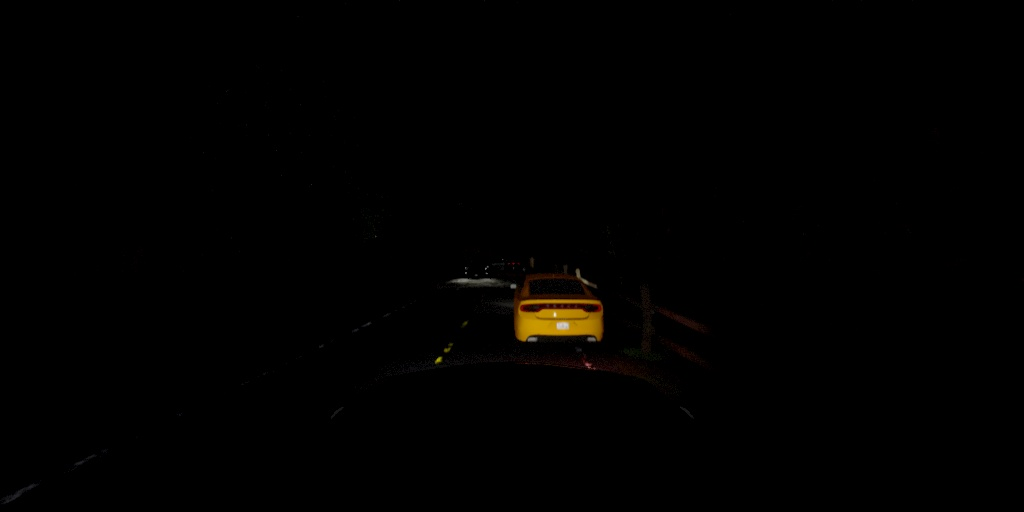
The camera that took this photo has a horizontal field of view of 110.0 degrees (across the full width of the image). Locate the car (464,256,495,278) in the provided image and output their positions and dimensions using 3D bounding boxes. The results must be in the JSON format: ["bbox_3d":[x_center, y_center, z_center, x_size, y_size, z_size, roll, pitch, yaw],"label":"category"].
[{"bbox_3d":[-2.782,0.900,30.252,2.097,1.767,4.553,0,0,0],"label":"car"}]

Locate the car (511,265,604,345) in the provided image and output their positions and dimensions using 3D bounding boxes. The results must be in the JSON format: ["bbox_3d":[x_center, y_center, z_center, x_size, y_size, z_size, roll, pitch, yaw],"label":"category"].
[{"bbox_3d":[0.982,1.177,9.364,1.882,1.535,5.008,0,0,0],"label":"car"}]

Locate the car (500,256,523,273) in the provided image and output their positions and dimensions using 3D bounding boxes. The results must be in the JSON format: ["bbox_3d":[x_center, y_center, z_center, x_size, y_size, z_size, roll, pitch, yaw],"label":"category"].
[{"bbox_3d":[0.165,0.978,38.336,2.128,1.511,4.902,0,0,0],"label":"car"}]
